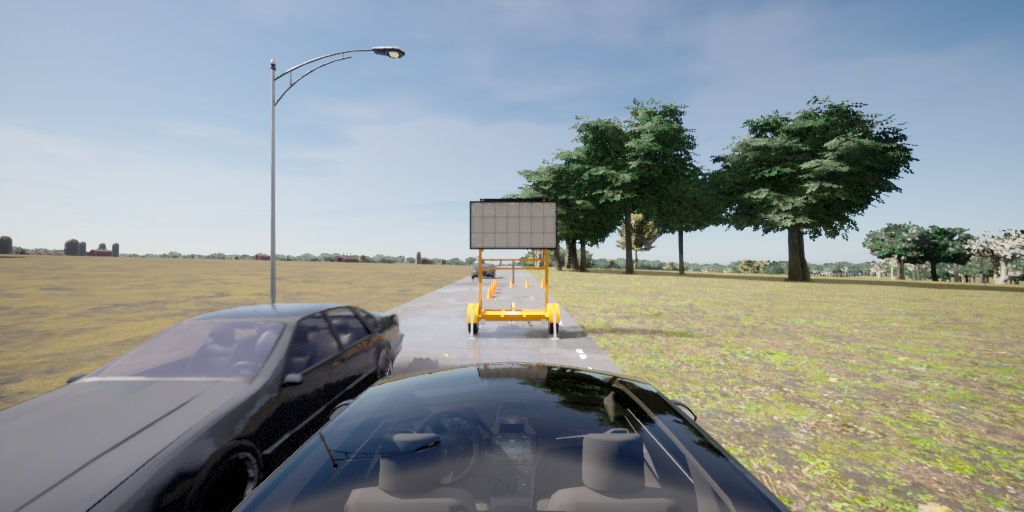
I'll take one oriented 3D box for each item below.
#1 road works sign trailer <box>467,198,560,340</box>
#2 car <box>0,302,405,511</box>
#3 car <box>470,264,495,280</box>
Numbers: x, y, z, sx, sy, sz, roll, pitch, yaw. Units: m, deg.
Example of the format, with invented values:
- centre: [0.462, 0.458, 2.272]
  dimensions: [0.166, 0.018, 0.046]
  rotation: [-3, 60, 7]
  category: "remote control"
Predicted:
- centre: [0.041, 0.219, 9.961]
  dimensions: [2.380, 3.560, 2.880]
  rotation: [0, 0, 0]
  category: "road works sign trailer"
- centre: [-2.828, 1.299, 4.135]
  dimensions: [2.033, 1.411, 5.357]
  rotation: [0, 0, 0]
  category: "car"
- centre: [-2.545, 1.372, 32.502]
  dimensions: [1.994, 1.385, 4.181]
  rotation: [0, 0, 0]
  category: "car"
